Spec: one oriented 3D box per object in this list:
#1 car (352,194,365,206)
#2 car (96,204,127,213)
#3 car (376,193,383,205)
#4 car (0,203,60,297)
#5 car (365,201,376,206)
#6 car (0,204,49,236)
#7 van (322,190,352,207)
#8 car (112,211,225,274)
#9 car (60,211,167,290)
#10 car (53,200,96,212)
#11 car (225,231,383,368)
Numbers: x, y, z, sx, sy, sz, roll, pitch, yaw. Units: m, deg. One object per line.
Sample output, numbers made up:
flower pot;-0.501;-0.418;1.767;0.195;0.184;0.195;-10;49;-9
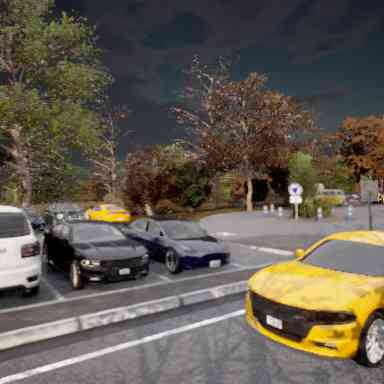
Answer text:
car;18.109;0.978;40.959;2.002;1.452;4.674;0;0;-35
car;-6.086;1.599;23.618;2.097;1.535;5.008;0;0;-35
car;22.757;0.945;44.254;2.163;1.488;4.792;0;0;-35
car;-5.288;1.315;8.230;2.435;2.045;5.566;0;0;-35
car;20.389;0.971;42.559;2.002;1.452;4.674;0;0;-35
car;-10.503;1.602;20.482;2.163;1.488;4.792;0;0;-35
van;15.995;0.721;39.317;1.878;1.987;4.442;0;1;-35
car;-0.714;1.623;11.376;2.163;1.488;4.792;0;0;-35
car;-3.005;1.580;9.807;2.097;1.535;5.008;0;0;-35
car;-8.373;1.460;22.054;2.185;1.767;4.553;0;0;-35
car;3.139;1.478;5.930;5.008;1.535;1.882;0;0;-36
